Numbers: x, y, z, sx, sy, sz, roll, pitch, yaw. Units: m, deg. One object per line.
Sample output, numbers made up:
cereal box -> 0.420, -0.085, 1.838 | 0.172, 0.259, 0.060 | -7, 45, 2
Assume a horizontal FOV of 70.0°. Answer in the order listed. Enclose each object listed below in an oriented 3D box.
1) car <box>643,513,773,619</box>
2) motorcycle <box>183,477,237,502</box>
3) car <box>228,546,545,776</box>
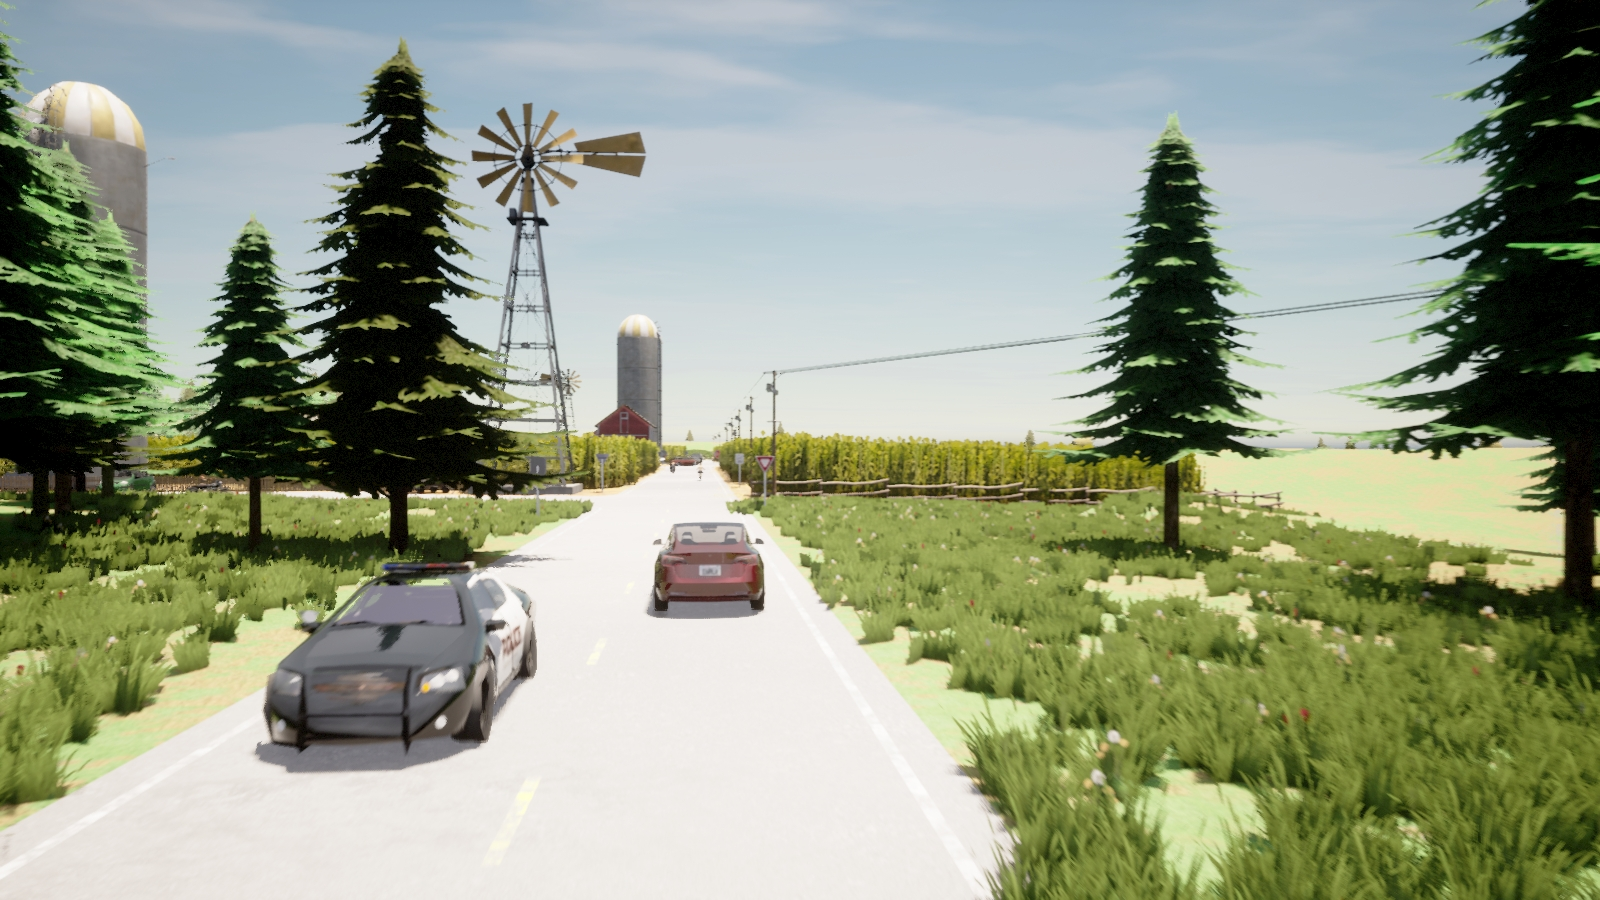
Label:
car -> -1.739, 2.063, 21.452 | 2.163, 1.488, 4.792 | 0, 0, -5
motorcycle -> -30.612, 2.039, 59.303 | 2.356, 1.277, 0.764 | 0, 0, -5
car -> -4.139, 2.039, 12.416 | 2.038, 1.542, 4.974 | 0, 0, -5
